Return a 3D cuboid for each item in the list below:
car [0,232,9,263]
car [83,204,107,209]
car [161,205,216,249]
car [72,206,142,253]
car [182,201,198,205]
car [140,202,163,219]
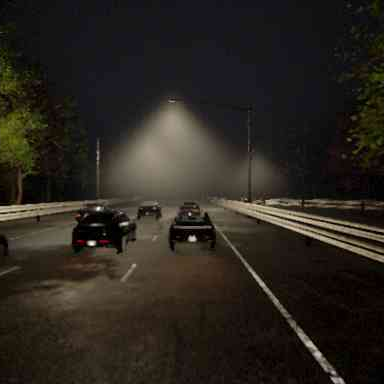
[{"bbox_3d":[-6.974,1.523,9.067,2.128,1.511,4.902,0,0,0],"label":"car"},{"bbox_3d":[-7.153,1.636,25.099,2.033,1.411,5.357,0,0,-1],"label":"car"},{"bbox_3d":[0.003,1.538,14.704,2.128,1.511,4.902,0,0,0],"label":"car"},{"bbox_3d":[-3.492,1.549,13.966,1.837,1.490,4.892,0,0,0],"label":"car"},{"bbox_3d":[-0.226,1.611,30.088,1.837,1.490,4.892,0,0,-1],"label":"car"},{"bbox_3d":[-3.723,1.599,29.936,2.128,1.511,4.902,0,0,-1],"label":"car"}]
